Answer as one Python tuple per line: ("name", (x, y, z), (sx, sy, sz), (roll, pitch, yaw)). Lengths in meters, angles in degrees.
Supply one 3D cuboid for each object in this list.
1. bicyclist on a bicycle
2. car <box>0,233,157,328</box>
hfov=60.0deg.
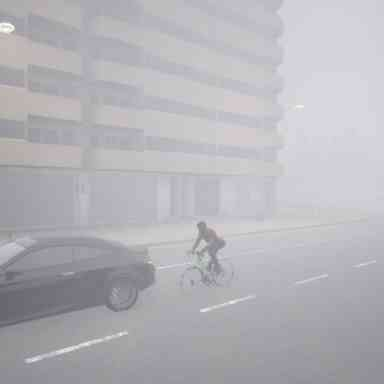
("bicyclist on a bicycle", (0.359, 1.467, 7.513), (1.656, 1.620, 0.582), (-3, 2, -40))
("car", (-2.847, 1.537, 6.093), (4.674, 1.442, 1.812), (0, 0, -39))
